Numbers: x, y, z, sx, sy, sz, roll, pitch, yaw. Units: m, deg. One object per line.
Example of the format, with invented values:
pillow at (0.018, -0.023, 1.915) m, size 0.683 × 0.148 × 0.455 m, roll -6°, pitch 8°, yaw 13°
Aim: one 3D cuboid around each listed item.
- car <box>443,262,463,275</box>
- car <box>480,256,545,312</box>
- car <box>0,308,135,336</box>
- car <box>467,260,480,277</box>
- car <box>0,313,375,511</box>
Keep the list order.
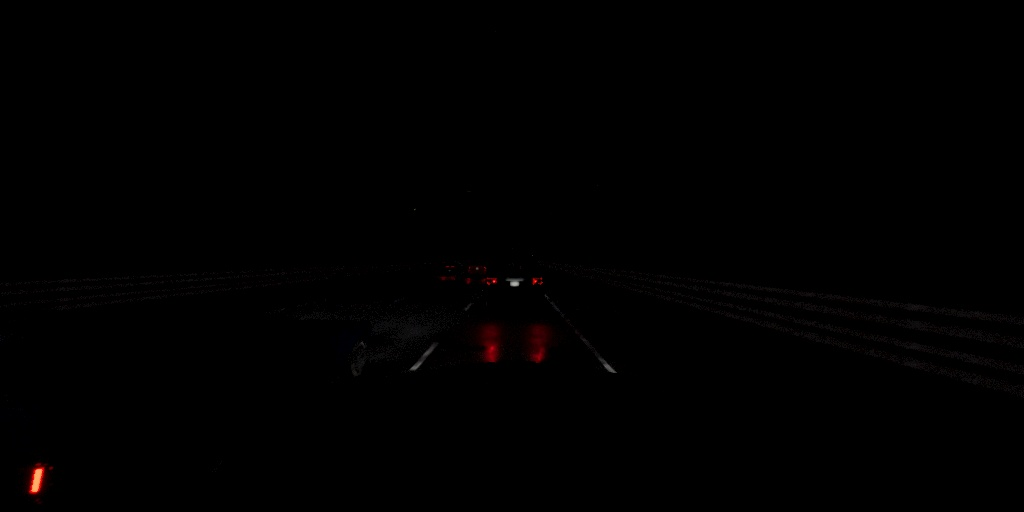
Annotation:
car at (-6.923, 1.408, 42.374) m, size 2.128 × 1.511 × 4.902 m, roll 0°, pitch 0°, yaw 0°
car at (0.092, 1.027, 14.731) m, size 2.150 × 2.045 × 5.566 m, roll 0°, pitch 0°, yaw 0°
car at (-6.925, 1.365, 4.906) m, size 1.895 × 1.301 × 4.718 m, roll 0°, pitch 0°, yaw 0°
car at (-3.420, 1.248, 37.516) m, size 2.097 × 1.767 × 4.553 m, roll 0°, pitch 0°, yaw 0°
car at (-3.426, 1.363, 4.405) m, size 1.895 × 1.301 × 4.718 m, roll 0°, pitch 0°, yaw 0°
